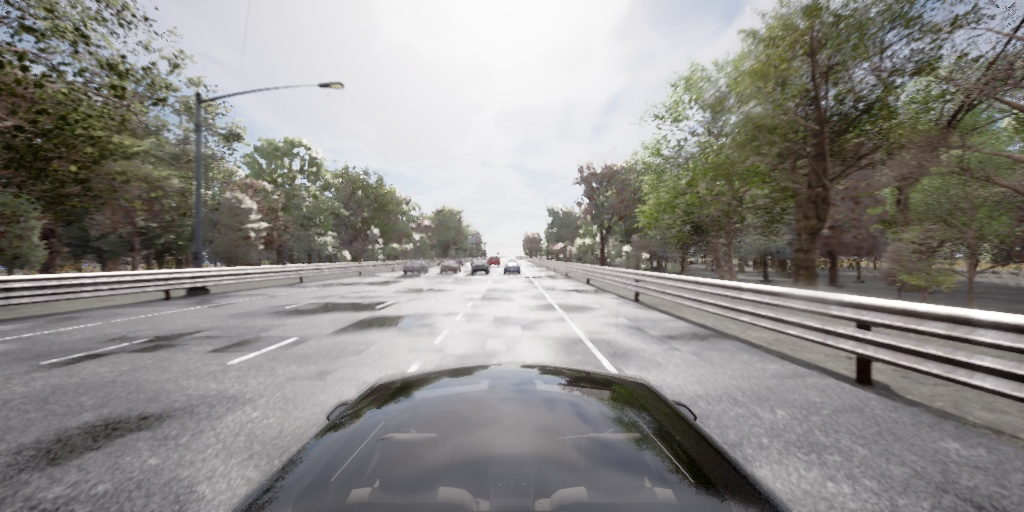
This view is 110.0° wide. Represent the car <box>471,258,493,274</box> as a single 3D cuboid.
[{"bbox_3d":[-3.461,1.275,40.547,1.837,1.490,4.892,0,1,0],"label":"car"}]

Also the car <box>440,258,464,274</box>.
[{"bbox_3d":[-6.962,1.294,40.854,1.812,1.442,4.674,0,0,0],"label":"car"}]

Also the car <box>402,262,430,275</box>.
[{"bbox_3d":[-10.472,1.316,39.421,2.033,1.411,5.357,0,0,0],"label":"car"}]

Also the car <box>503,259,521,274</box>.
[{"bbox_3d":[0.040,1.332,40.948,1.994,1.385,4.181,0,0,0],"label":"car"}]
